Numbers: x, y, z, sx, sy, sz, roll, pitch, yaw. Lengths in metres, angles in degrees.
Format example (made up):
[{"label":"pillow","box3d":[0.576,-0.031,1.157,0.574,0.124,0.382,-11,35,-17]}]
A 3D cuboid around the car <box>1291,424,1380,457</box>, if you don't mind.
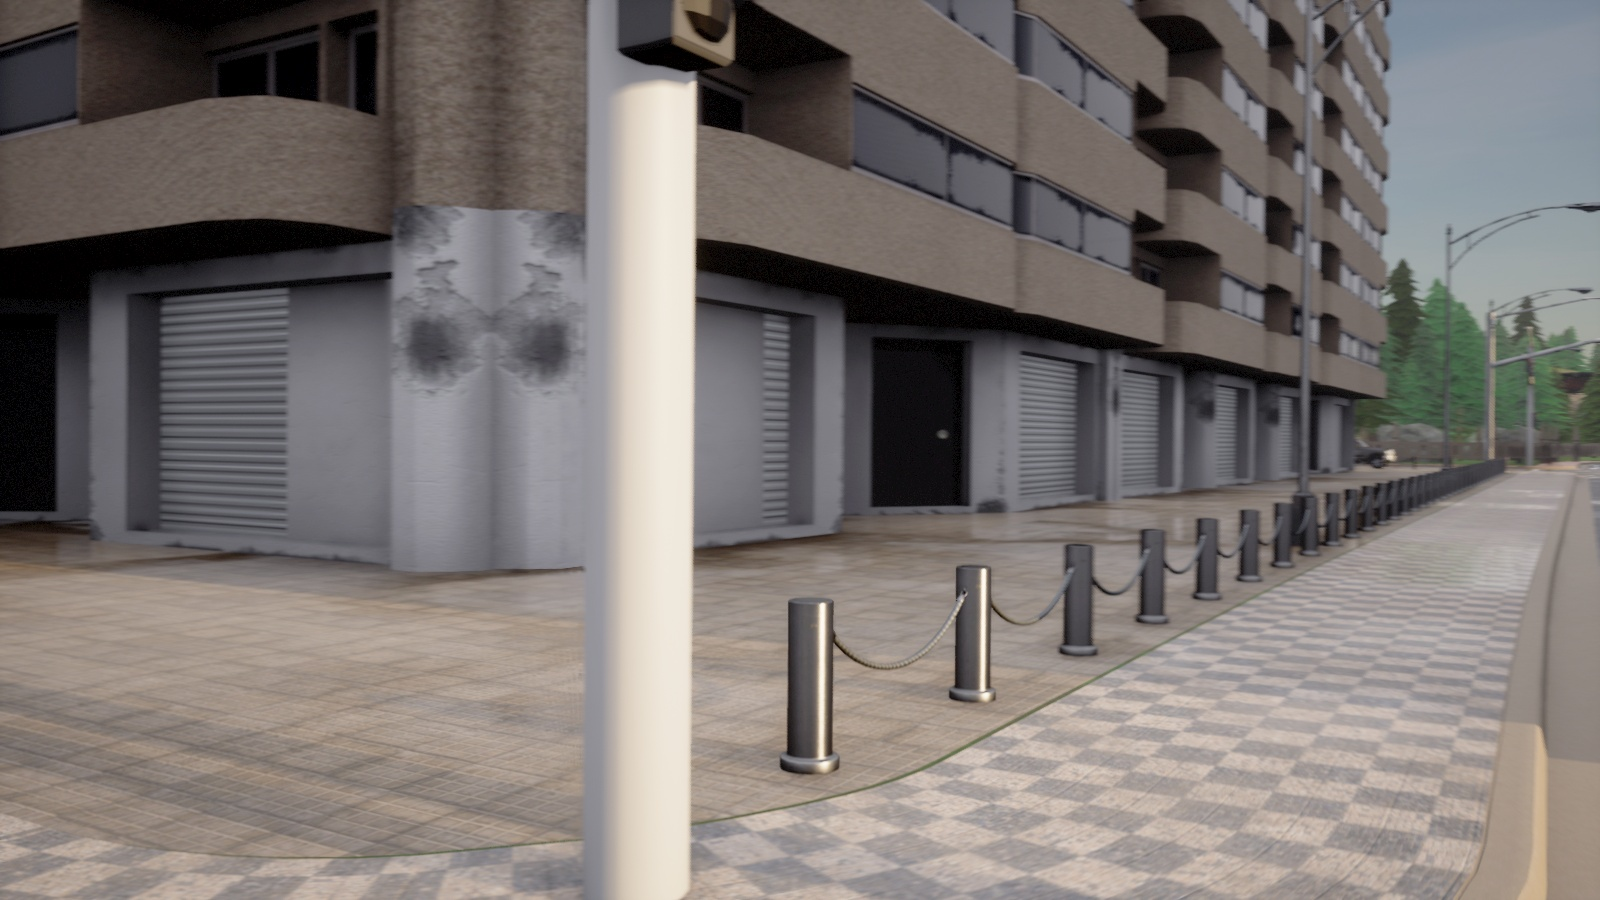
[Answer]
[{"label":"car","box3d":[31.460,-0.539,73.789,4.605,1.855,1.932,0,1,31]}]
